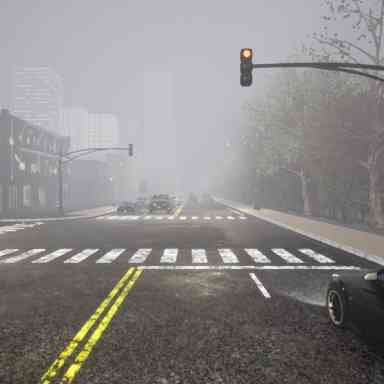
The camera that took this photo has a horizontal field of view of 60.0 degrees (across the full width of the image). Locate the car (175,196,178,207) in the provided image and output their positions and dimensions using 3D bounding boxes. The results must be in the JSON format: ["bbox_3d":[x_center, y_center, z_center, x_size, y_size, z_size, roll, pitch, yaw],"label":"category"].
[{"bbox_3d":[-3.304,1.511,46.259,1.812,1.442,4.674,0,0,0],"label":"car"}]

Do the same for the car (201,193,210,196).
[{"bbox_3d":[3.306,1.195,76.875,2.150,2.045,5.566,0,0,0],"label":"car"}]

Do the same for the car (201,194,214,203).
[{"bbox_3d":[3.399,1.576,66.895,1.895,1.301,4.718,0,0,0],"label":"car"}]

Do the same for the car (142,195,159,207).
[{"bbox_3d":[-6.550,1.334,53.118,2.097,1.767,4.553,0,0,0],"label":"car"}]

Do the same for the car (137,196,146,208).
[{"bbox_3d":[-6.557,1.338,44.229,2.097,1.767,4.553,0,0,0],"label":"car"}]

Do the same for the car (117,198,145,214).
[{"bbox_3d":[-6.588,1.591,35.211,1.895,1.301,4.718,0,0,1],"label":"car"}]

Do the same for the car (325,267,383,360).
[{"bbox_3d":[3.352,1.563,4.257,1.994,1.385,4.181,0,0,0],"label":"car"}]

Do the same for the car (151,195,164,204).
[{"bbox_3d":[-6.508,1.455,63.562,1.882,1.535,5.008,0,0,1],"label":"car"}]

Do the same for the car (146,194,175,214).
[{"bbox_3d":[-3.314,1.211,36.275,2.150,2.045,5.566,0,0,0],"label":"car"}]

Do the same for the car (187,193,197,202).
[{"bbox_3d":[0.057,1.194,78.127,2.150,2.045,5.566,0,0,0],"label":"car"}]

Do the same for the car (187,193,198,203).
[{"bbox_3d":[0.150,1.454,66.502,1.882,1.535,5.008,0,0,0],"label":"car"}]
